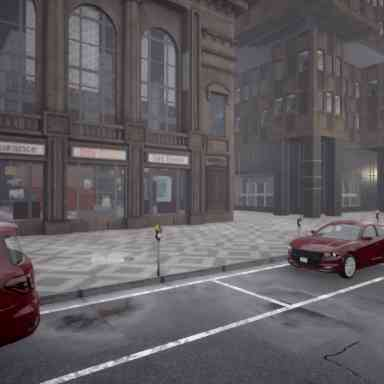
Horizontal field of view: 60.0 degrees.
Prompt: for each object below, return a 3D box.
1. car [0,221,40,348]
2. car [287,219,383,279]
[{"bbox_3d":[-4.335,1.315,3.546,5.009,1.841,2.192,0,0,-36],"label":"car"},{"bbox_3d":[4.770,1.546,10.074,4.507,1.381,1.887,0,0,-36],"label":"car"}]
